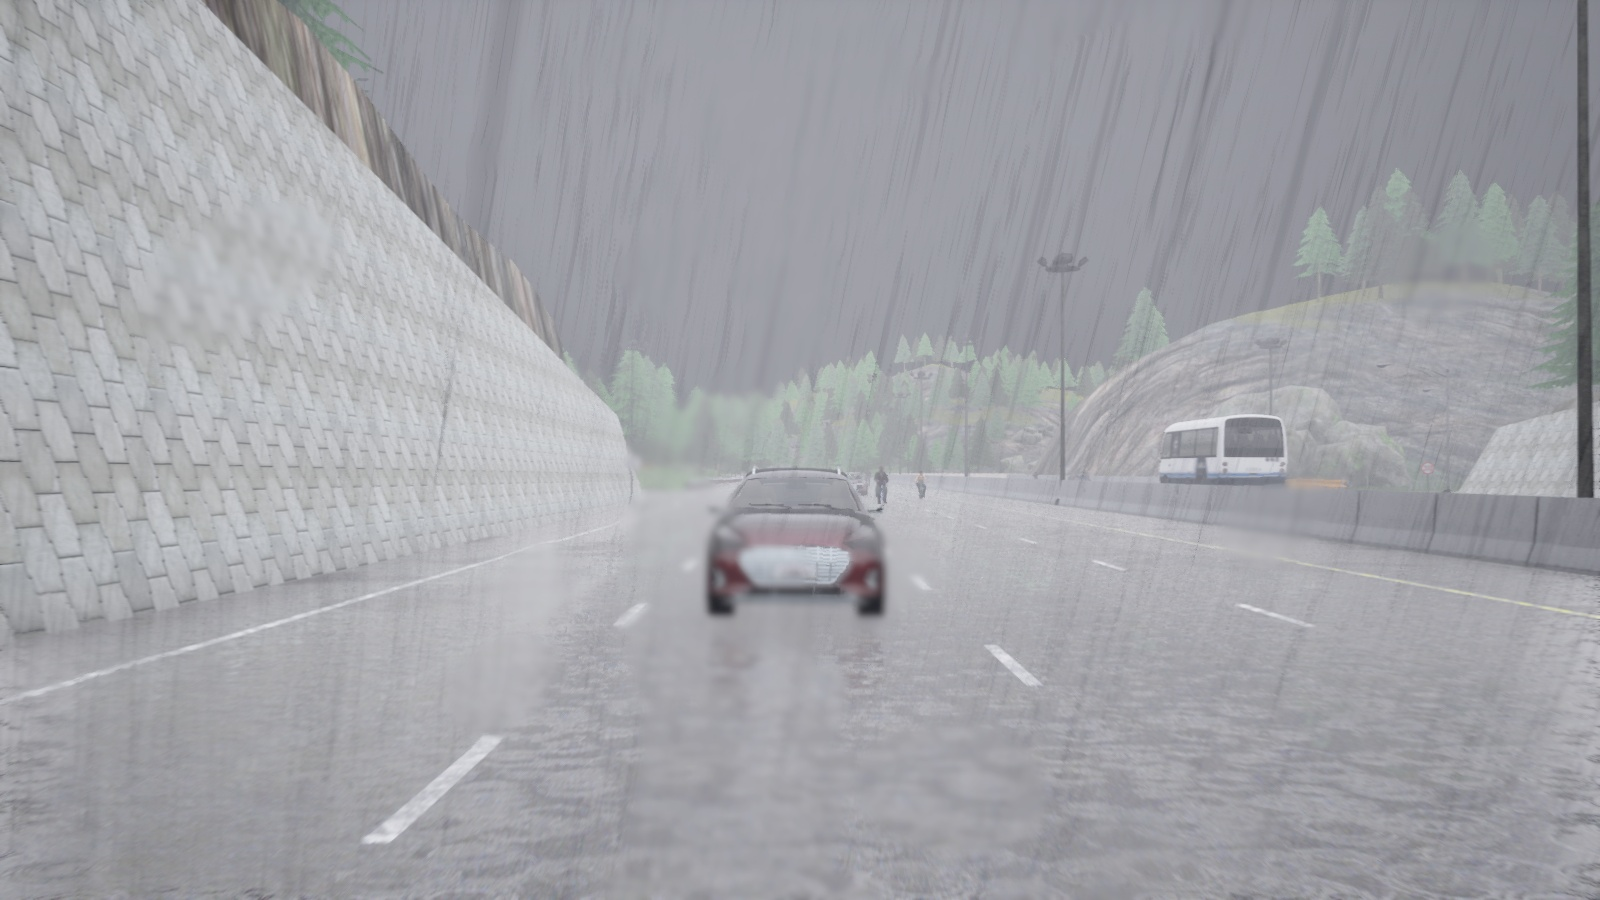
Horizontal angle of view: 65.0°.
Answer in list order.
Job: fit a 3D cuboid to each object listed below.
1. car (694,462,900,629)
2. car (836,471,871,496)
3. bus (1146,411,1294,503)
[{"bbox_3d":[-0.037,0.994,14.889,2.033,1.649,4.856,0,-1,0],"label":"car"},{"bbox_3d":[3.310,2.079,78.380,1.970,1.475,3.806,0,-1,0],"label":"car"},{"bbox_3d":[20.841,0.413,63.240,3.944,4.253,10.273,0,-1,0],"label":"bus"}]
